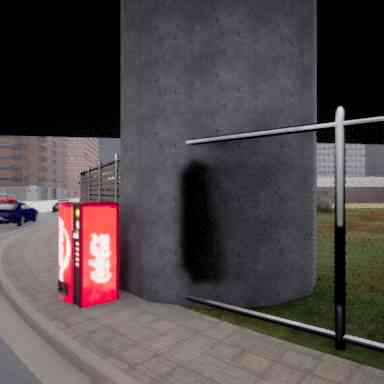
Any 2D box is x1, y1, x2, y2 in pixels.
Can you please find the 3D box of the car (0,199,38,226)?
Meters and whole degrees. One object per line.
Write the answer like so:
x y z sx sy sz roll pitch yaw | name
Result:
-12.217 1.477 23.000 1.882 1.535 5.008 0 0 -9 | car

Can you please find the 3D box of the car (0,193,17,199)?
-26.106 1.209 45.991 2.150 2.045 5.566 0 0 -8 | car

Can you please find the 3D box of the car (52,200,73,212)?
-14.275 1.563 37.617 1.994 1.385 4.181 0 0 -7 | car

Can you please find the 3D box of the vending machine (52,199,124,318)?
-2.071 1.195 6.635 1.100 2.100 0.880 0 0 -41 | vending machine
